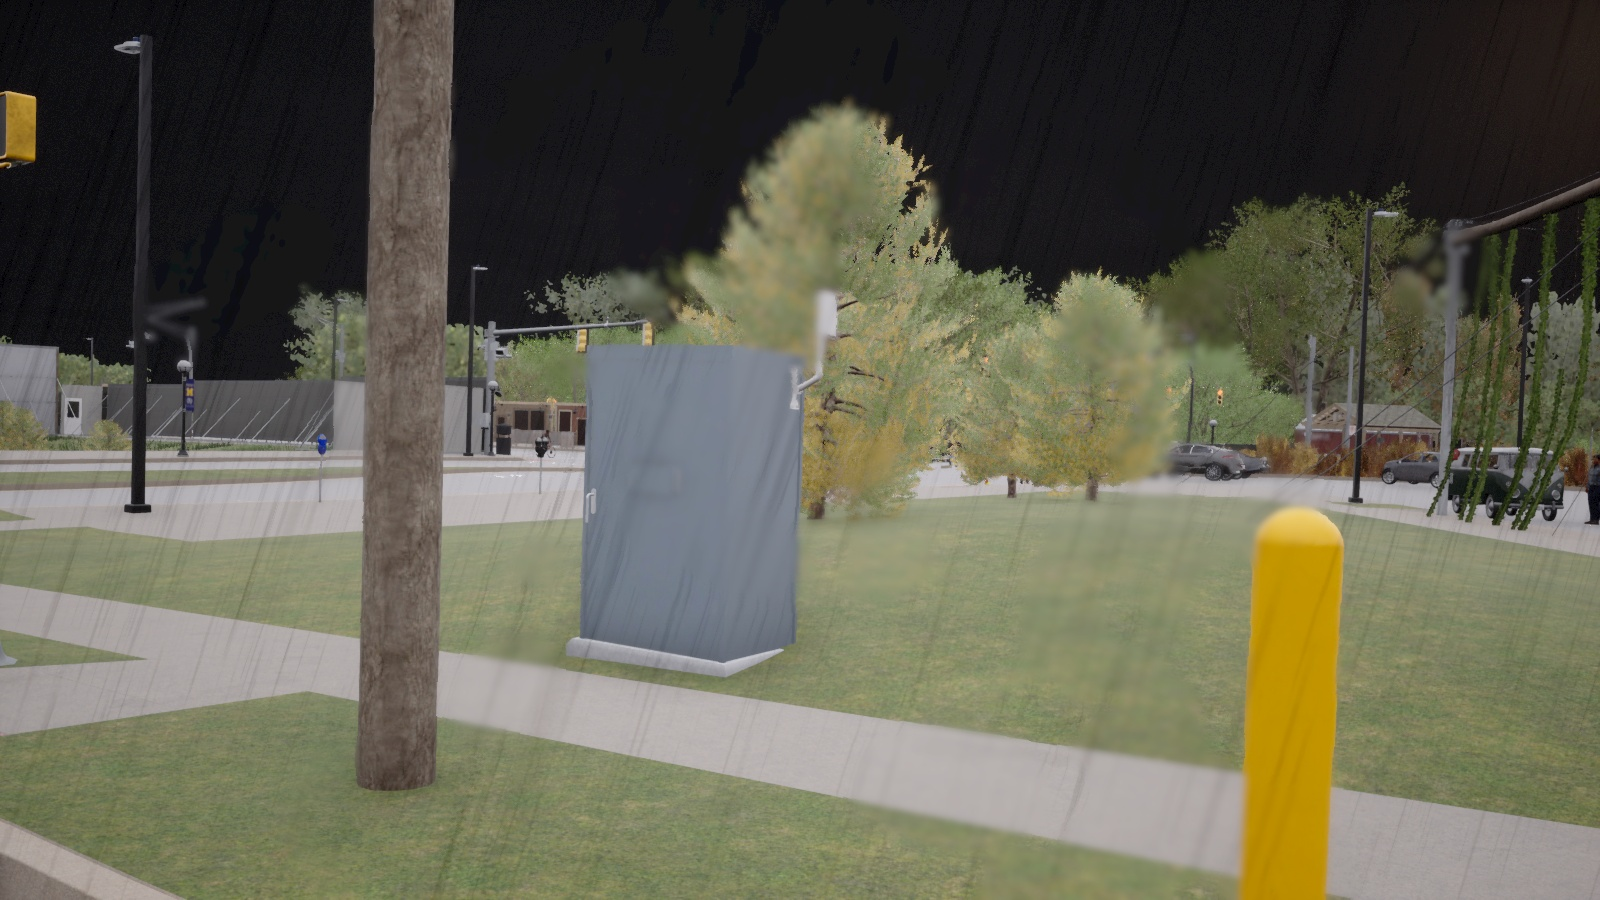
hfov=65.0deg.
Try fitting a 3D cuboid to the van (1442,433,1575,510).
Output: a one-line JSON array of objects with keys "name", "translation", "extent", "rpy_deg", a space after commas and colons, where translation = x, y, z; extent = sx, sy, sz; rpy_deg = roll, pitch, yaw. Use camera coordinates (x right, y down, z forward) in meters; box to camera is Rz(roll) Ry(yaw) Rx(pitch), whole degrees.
[{"name": "van", "translation": [19.952, 0.554, 35.562], "extent": [1.775, 1.987, 4.442], "rpy_deg": [1, 1, 9]}]

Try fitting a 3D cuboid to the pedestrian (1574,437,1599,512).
[{"name": "pedestrian", "translation": [20.777, 0.642, 32.811], "extent": [0.788, 1.949, 0.423], "rpy_deg": [1, 2, -6]}]

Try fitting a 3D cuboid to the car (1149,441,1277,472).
[{"name": "car", "translation": [19.504, 0.293, 59.382], "extent": [5.357, 1.411, 2.033], "rpy_deg": [0, 1, 34]}]

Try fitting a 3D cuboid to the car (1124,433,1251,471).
[{"name": "car", "translation": [17.395, 0.085, 56.399], "extent": [5.027, 1.651, 2.152], "rpy_deg": [0, 1, 34]}]

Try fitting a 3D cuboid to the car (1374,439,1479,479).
[{"name": "car", "translation": [26.470, 0.341, 53.161], "extent": [1.845, 1.501, 3.633], "rpy_deg": [-1, 2, -22]}]
